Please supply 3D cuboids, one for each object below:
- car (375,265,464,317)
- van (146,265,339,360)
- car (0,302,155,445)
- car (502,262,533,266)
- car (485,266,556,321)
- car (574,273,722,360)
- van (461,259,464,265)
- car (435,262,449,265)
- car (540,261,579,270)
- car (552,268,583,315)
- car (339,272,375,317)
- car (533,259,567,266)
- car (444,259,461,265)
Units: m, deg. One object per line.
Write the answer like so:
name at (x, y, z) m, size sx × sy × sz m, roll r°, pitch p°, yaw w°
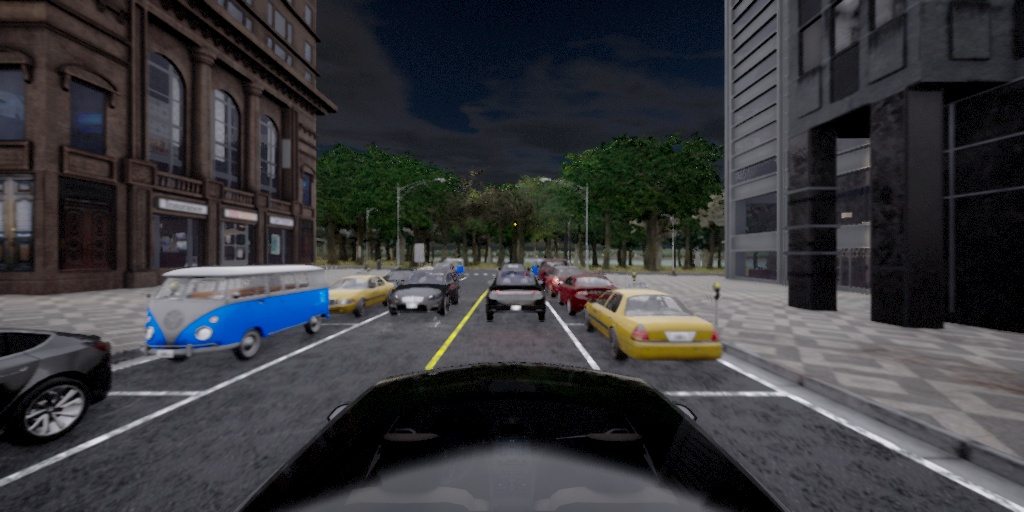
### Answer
car at (-3.079, 1.270, 13.501) m, size 2.128 × 1.511 × 4.902 m, roll 0°, pitch 0°, yaw 0°
van at (-5.755, 1.105, 8.050) m, size 1.690 × 1.789 × 3.998 m, roll 0°, pitch 0°, yaw 0°
car at (-5.763, 1.317, 2.612) m, size 1.948 × 1.339 × 4.313 m, roll 0°, pitch 0°, yaw 0°
car at (0.128, 1.158, 23.528) m, size 2.097 × 1.767 × 4.553 m, roll 0°, pitch 0°, yaw 2°
car at (0.117, 1.267, 12.574) m, size 2.128 × 1.511 × 4.902 m, roll 0°, pitch 0°, yaw 0°
car at (2.771, 1.292, 8.206) m, size 1.751 × 1.417 × 4.829 m, roll 0°, pitch 0°, yaw 0°
van at (-5.710, 1.177, 35.238) m, size 1.690 × 1.789 × 3.998 m, roll 0°, pitch 0°, yaw 0°
car at (-5.728, 1.332, 24.193) m, size 1.751 × 1.417 × 4.829 m, roll 0°, pitch 0°, yaw 0°
car at (2.789, 1.234, 18.911) m, size 1.967 × 1.591 × 4.097 m, roll 0°, pitch 0°, yaw 0°
car at (2.780, 1.325, 13.474) m, size 1.888 × 1.381 × 4.507 m, roll 0°, pitch 0°, yaw 0°
car at (-5.746, 1.303, 13.318) m, size 1.751 × 1.417 × 4.829 m, roll 0°, pitch 0°, yaw 0°
car at (2.798, 1.124, 24.348) m, size 2.192 × 1.841 × 5.009 m, roll 0°, pitch 0°, yaw 0°
car at (-5.719, 1.261, 29.800) m, size 1.967 × 1.591 × 4.097 m, roll 0°, pitch 0°, yaw 0°
